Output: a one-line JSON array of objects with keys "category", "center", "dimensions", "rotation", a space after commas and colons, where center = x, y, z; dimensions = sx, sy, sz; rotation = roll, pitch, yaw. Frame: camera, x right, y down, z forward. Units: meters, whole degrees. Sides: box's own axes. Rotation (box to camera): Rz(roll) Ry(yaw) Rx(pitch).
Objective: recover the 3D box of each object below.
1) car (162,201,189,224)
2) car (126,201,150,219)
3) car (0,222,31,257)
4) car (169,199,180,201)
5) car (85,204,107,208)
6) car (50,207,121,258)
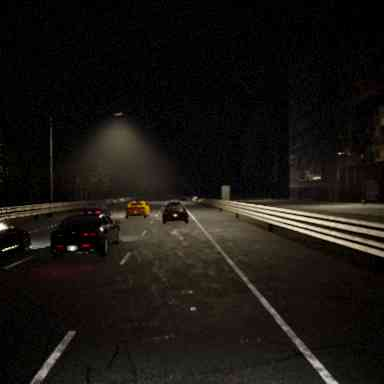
[{"category": "car", "center": [-1.308, 1.653, 25.949], "dimensions": [1.994, 1.385, 4.181], "rotation": [-1, 0, -3]}, {"category": "car", "center": [-5.149, 1.643, 31.825], "dimensions": [1.882, 1.535, 5.008], "rotation": [-1, 0, -3]}, {"category": "car", "center": [-7.498, 1.706, 11.881], "dimensions": [1.994, 1.385, 4.181], "rotation": [-1, 0, -3]}, {"category": "car", "center": [-2.273, 1.658, 42.627], "dimensions": [2.128, 1.511, 4.902], "rotation": [-1, 0, -3]}, {"category": "car", "center": [-8.536, 1.757, 29.825], "dimensions": [2.033, 1.411, 5.357], "rotation": [-1, 0, -3]}, {"category": "car", "center": [-4.077, 1.600, 13.337], "dimensions": [1.837, 1.490, 4.892], "rotation": [-1, 0, -3]}]
